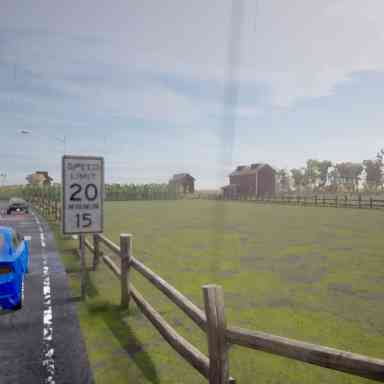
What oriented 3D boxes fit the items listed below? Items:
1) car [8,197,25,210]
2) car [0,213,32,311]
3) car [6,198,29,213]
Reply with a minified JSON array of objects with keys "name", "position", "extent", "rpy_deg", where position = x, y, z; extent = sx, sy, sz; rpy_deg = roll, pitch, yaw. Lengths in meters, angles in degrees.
[{"name":"car","position":[-23.341,1.505,44.069],"extent":[1.837,1.490,4.892],"rpy_deg":[0,0,-30]},{"name":"car","position":[-4.719,1.479,7.375],"extent":[1.882,1.535,5.008],"rpy_deg":[0,0,-24]},{"name":"car","position":[-18.395,1.508,35.178],"extent":[1.837,1.490,4.892],"rpy_deg":[0,0,-28]}]
